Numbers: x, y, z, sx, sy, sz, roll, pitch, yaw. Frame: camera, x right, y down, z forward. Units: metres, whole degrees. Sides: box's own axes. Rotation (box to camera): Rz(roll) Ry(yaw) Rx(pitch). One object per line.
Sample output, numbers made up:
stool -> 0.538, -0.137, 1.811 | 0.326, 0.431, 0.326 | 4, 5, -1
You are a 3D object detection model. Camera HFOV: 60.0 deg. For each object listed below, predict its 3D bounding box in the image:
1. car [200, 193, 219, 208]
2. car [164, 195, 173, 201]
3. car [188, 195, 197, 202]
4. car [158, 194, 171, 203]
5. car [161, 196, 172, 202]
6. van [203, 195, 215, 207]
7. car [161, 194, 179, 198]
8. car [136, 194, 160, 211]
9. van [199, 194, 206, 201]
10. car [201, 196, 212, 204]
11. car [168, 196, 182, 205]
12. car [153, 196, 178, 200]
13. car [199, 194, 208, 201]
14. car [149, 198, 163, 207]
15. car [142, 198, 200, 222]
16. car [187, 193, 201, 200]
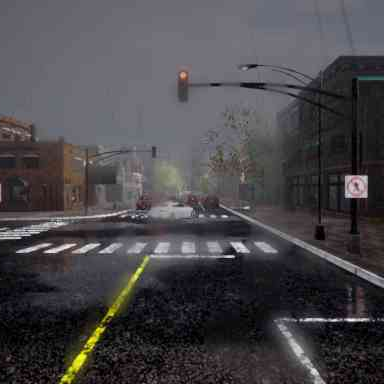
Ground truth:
car -> 2.699, 1.303, 46.951 | 2.192, 1.841, 5.009 | -1, 0, 0
car -> -5.670, 1.523, 80.217 | 1.887, 1.381, 4.507 | -1, 0, 0
car -> 0.022, 1.518, 79.312 | 2.033, 1.411, 5.357 | 0, 0, 0
car -> -5.675, 1.297, 69.129 | 2.192, 1.841, 5.009 | -1, 0, 0
car -> -5.672, 1.546, 74.673 | 1.947, 1.339, 4.313 | -1, 0, 0
van -> 2.701, 1.328, 52.495 | 1.690, 1.788, 3.998 | -1, 0, 0
car -> -3.055, 1.466, 48.661 | 1.882, 1.535, 5.008 | 0, 0, 0
car -> -5.683, 1.305, 41.409 | 2.192, 1.841, 5.009 | -1, 0, 0
van -> 2.710, 1.317, 85.759 | 1.690, 1.788, 3.998 | -1, 0, 0
car -> 2.706, 1.534, 63.583 | 2.008, 1.369, 4.403 | -1, 0, 0
car -> -2.986, 1.477, 58.791 | 2.128, 1.511, 4.902 | 0, 0, 0
car -> -3.084, 1.555, 38.861 | 1.994, 1.385, 4.181 | 0, 0, 0
car -> 2.709, 1.418, 80.215 | 1.967, 1.590, 4.097 | -1, 0, 0
car -> -5.678, 1.569, 52.497 | 1.802, 1.307, 4.206 | -1, 0, 0
car -> -1.559, 1.530, 26.732 | 1.812, 1.442, 4.674 | 1, 1, 33
car -> 0.117, 1.338, 61.147 | 2.097, 1.767, 4.553 | 0, 0, 0
